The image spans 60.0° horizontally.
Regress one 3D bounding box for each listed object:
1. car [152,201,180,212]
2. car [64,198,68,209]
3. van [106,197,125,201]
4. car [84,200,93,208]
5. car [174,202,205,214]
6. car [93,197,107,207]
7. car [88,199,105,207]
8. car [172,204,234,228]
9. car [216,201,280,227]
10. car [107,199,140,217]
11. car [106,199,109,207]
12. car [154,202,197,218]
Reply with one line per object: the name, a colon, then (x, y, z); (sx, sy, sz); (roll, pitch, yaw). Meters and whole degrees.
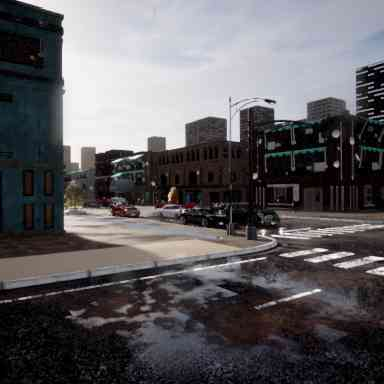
car: (-3.560, 1.966, 45.329); (1.802, 1.307, 4.206); (-2, 0, -35)
car: (-23.105, 2.232, 58.403); (1.752, 1.417, 4.829); (-1, 0, -35)
van: (-13.171, 1.907, 58.875); (1.690, 1.788, 3.998); (-1, 0, -35)
car: (-19.309, 2.230, 63.075); (1.994, 1.385, 4.181); (-1, 0, -35)
car: (-0.360, 1.903, 40.814); (1.802, 1.307, 4.206); (-2, 0, -35)
car: (-16.373, 1.940, 63.390); (2.192, 1.841, 5.009); (-1, 0, -35)
car: (-19.569, 2.227, 67.905); (1.887, 1.381, 4.507); (-1, 0, -35)
car: (0.732, 1.814, 24.575); (1.947, 1.339, 4.313); (-1, 0, -35)
car: (4.209, 1.547, 24.257); (2.097, 1.767, 4.553); (-1, 0, -34)
car: (-7.198, 1.846, 35.965); (1.967, 1.590, 4.097); (-1, 0, -35)
car: (-8.944, 1.961, 42.949); (1.837, 1.490, 4.892); (-1, 0, -35)
car: (-1.596, 1.912, 32.562); (1.895, 1.301, 4.718); (-1, 0, -35)
